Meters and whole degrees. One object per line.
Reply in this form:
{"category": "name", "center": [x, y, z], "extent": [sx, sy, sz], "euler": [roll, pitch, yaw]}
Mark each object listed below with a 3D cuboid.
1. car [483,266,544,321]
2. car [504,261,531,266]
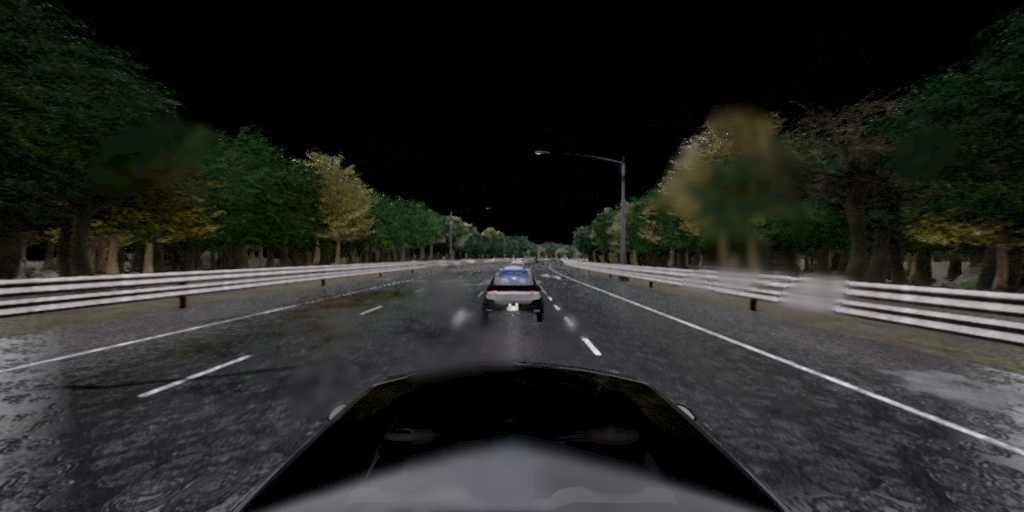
{"category": "car", "center": [0.050, 1.269, 12.513], "extent": [2.128, 1.511, 4.902], "euler": [0, 0, 0]}
{"category": "car", "center": [0.123, 1.305, 25.319], "extent": [1.882, 1.535, 5.008], "euler": [0, 0, 0]}
